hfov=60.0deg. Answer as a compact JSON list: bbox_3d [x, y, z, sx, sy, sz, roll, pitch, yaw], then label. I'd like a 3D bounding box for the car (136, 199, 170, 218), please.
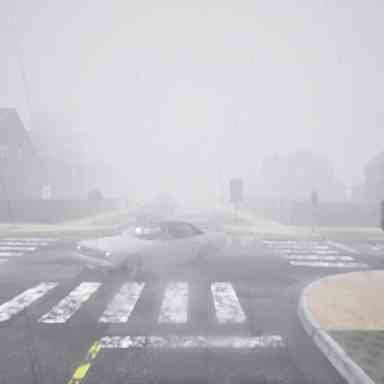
[{"bbox_3d":[-2.891,1.521,24.506,1.812,1.442,4.674,0,0,0],"label":"car"}]

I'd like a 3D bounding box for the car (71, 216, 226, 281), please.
[{"bbox_3d":[-1.099,1.590,10.116,1.895,1.301,4.718,0,0,43],"label":"car"}]

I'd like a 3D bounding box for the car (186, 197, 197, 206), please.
[{"bbox_3d":[-0.097,1.690,56.551,1.994,1.385,4.181,0,0,0],"label":"car"}]

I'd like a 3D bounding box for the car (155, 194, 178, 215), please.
[{"bbox_3d":[-2.903,1.239,34.972,2.150,2.045,5.566,0,0,0],"label":"car"}]

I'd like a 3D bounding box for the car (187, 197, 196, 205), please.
[{"bbox_3d":[-0.116,1.703,66.560,1.837,1.490,4.892,0,0,0],"label":"car"}]
